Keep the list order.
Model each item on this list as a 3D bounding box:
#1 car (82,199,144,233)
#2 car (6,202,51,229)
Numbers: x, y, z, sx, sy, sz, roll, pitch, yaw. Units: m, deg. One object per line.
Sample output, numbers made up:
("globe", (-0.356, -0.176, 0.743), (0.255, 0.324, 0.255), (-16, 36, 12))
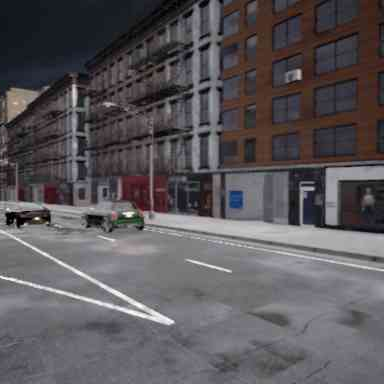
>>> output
("car", (-4.613, 1.251, 19.023), (2.097, 1.767, 4.553), (0, 0, -38))
("car", (-10.551, 1.415, 21.311), (1.882, 1.535, 5.008), (0, 0, -38))
